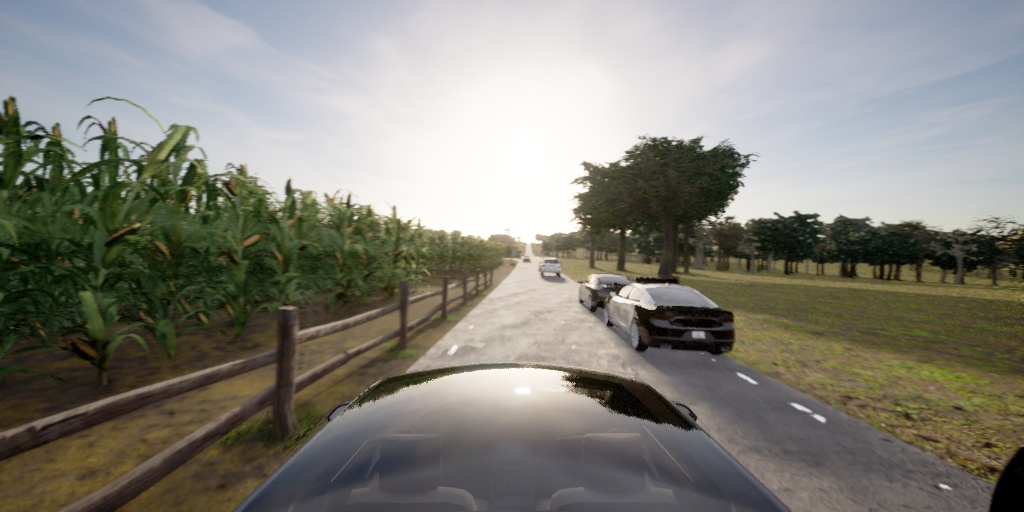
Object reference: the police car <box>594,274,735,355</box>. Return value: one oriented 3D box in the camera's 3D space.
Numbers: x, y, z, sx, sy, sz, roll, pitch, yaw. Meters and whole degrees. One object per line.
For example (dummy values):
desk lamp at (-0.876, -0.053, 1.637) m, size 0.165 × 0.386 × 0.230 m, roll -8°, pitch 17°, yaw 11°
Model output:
police car at (3.791, 1.377, 9.655) m, size 1.930 × 1.638 × 5.238 m, roll 2°, pitch 0°, yaw 2°

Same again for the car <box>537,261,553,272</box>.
car at (4.865, 1.488, 53.777) m, size 2.033 × 1.411 × 5.357 m, roll 2°, pitch 1°, yaw 2°

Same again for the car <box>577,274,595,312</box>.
car at (4.041, 1.513, 15.539) m, size 1.837 × 1.490 × 4.892 m, roll 2°, pitch 0°, yaw 2°

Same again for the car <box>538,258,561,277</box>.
car at (4.386, 1.275, 41.211) m, size 2.150 × 2.045 × 5.566 m, roll 2°, pitch -1°, yaw 3°
